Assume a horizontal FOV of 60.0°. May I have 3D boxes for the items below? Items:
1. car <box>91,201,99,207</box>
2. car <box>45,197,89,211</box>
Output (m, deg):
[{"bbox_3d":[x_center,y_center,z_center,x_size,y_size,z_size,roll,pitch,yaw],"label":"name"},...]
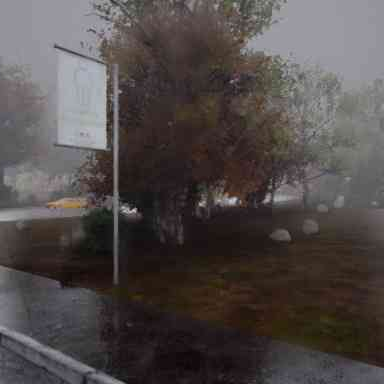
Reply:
[{"bbox_3d":[-15.095,1.478,46.696,1.837,1.490,4.892,0,0,38],"label":"car"},{"bbox_3d":[-15.354,1.464,40.713,1.882,1.535,5.008,0,0,38],"label":"car"}]
